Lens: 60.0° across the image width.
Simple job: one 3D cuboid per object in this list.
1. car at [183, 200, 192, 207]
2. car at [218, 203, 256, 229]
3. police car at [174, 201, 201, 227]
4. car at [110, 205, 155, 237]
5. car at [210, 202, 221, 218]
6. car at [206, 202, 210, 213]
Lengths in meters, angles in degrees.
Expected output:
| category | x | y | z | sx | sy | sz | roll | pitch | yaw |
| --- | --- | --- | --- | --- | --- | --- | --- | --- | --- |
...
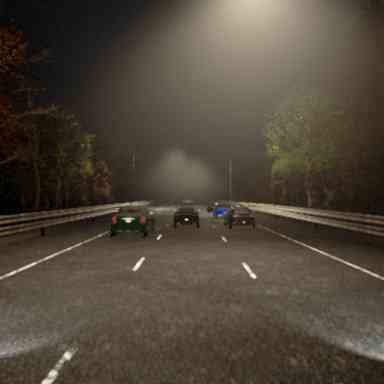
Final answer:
| category | x | y | z | sx | sy | sz | roll | pitch | yaw |
| --- | --- | --- | --- | --- | --- | --- | --- | --- | --- |
| car | -1.060 | 2.528 | 75.287 | 1.994 | 1.385 | 4.181 | 0 | -1 | -2 |
| car | 3.397 | 1.816 | 24.293 | 2.128 | 1.511 | 4.902 | 0 | -1 | -1 |
| police car | -0.351 | 1.772 | 26.122 | 1.930 | 1.638 | 5.238 | 0 | -1 | 1 |
| car | -3.476 | 1.621 | 20.193 | 2.097 | 1.767 | 4.553 | 0 | -1 | 0 |
| car | 3.274 | 1.945 | 35.329 | 1.882 | 1.535 | 5.008 | 0 | -1 | -1 |
| car | 3.106 | 2.114 | 46.394 | 2.163 | 1.488 | 4.792 | 0 | -1 | -1 |
